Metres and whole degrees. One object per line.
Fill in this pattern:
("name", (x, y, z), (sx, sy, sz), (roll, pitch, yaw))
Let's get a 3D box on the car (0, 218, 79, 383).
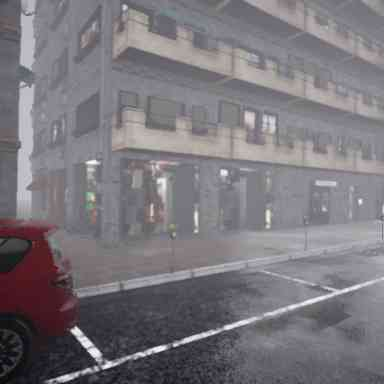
("car", (-3.883, 1.314, 3.766), (5.009, 1.841, 2.192), (0, 1, -35))
